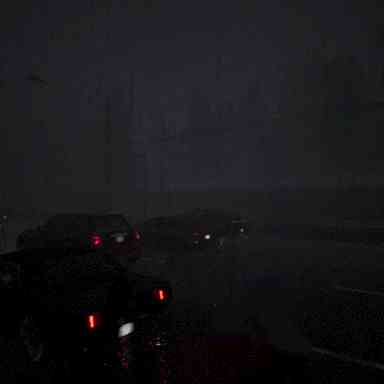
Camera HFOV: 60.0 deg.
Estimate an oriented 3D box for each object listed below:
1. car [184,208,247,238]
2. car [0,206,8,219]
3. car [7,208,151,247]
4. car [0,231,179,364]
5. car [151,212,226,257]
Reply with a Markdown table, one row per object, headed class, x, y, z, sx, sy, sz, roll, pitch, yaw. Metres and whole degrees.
| class | x | y | z | sx | sy | sz | roll | pitch | yaw |
| --- | --- | --- | --- | --- | --- | --- | --- | --- | --- |
| car | 0.322 | 1.568 | 16.665 | 4.902 | 1.511 | 2.128 | -1 | 0 | 36 |
| car | -17.552 | 1.861 | 29.427 | 4.718 | 1.301 | 1.895 | -1 | 0 | 36 |
| car | -3.849 | 1.430 | 11.041 | 4.553 | 1.767 | 2.097 | -1 | 0 | 36 |
| car | -2.725 | 1.647 | 5.939 | 4.718 | 1.301 | 1.895 | -1 | 0 | 36 |
| car | -1.055 | 1.634 | 13.348 | 4.181 | 1.385 | 1.994 | -1 | 0 | 36 |
